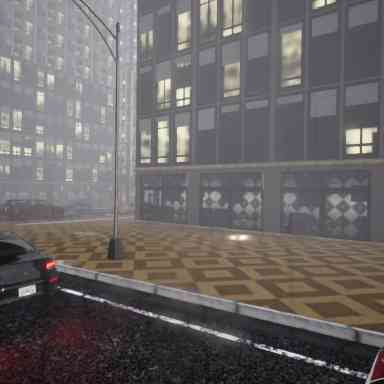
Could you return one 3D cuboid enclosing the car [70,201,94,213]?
[{"bbox_3d":[-13.662,1.747,39.174,1.994,1.385,4.181,1,0,37],"label":"car"}]

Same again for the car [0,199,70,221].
[{"bbox_3d":[-13.796,1.520,29.249,2.192,1.841,5.009,1,0,36],"label":"car"}]

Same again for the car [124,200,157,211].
[{"bbox_3d":[-7.350,1.876,47.737,1.895,1.301,4.718,1,0,36],"label":"car"}]

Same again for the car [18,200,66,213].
[{"bbox_3d":[-17.302,1.643,38.621,1.752,1.417,4.829,1,0,36],"label":"car"}]

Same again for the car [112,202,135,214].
[{"bbox_3d":[-7.007,1.830,38.468,1.752,1.417,4.829,1,0,36],"label":"car"}]

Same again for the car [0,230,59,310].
[{"bbox_3d":[-4.696,1.522,7.020,4.674,1.442,1.812,0,0,35],"label":"car"}]

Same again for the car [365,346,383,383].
[{"bbox_3d":[3.196,1.353,1.409,4.553,1.767,2.097,0,0,35],"label":"car"}]
